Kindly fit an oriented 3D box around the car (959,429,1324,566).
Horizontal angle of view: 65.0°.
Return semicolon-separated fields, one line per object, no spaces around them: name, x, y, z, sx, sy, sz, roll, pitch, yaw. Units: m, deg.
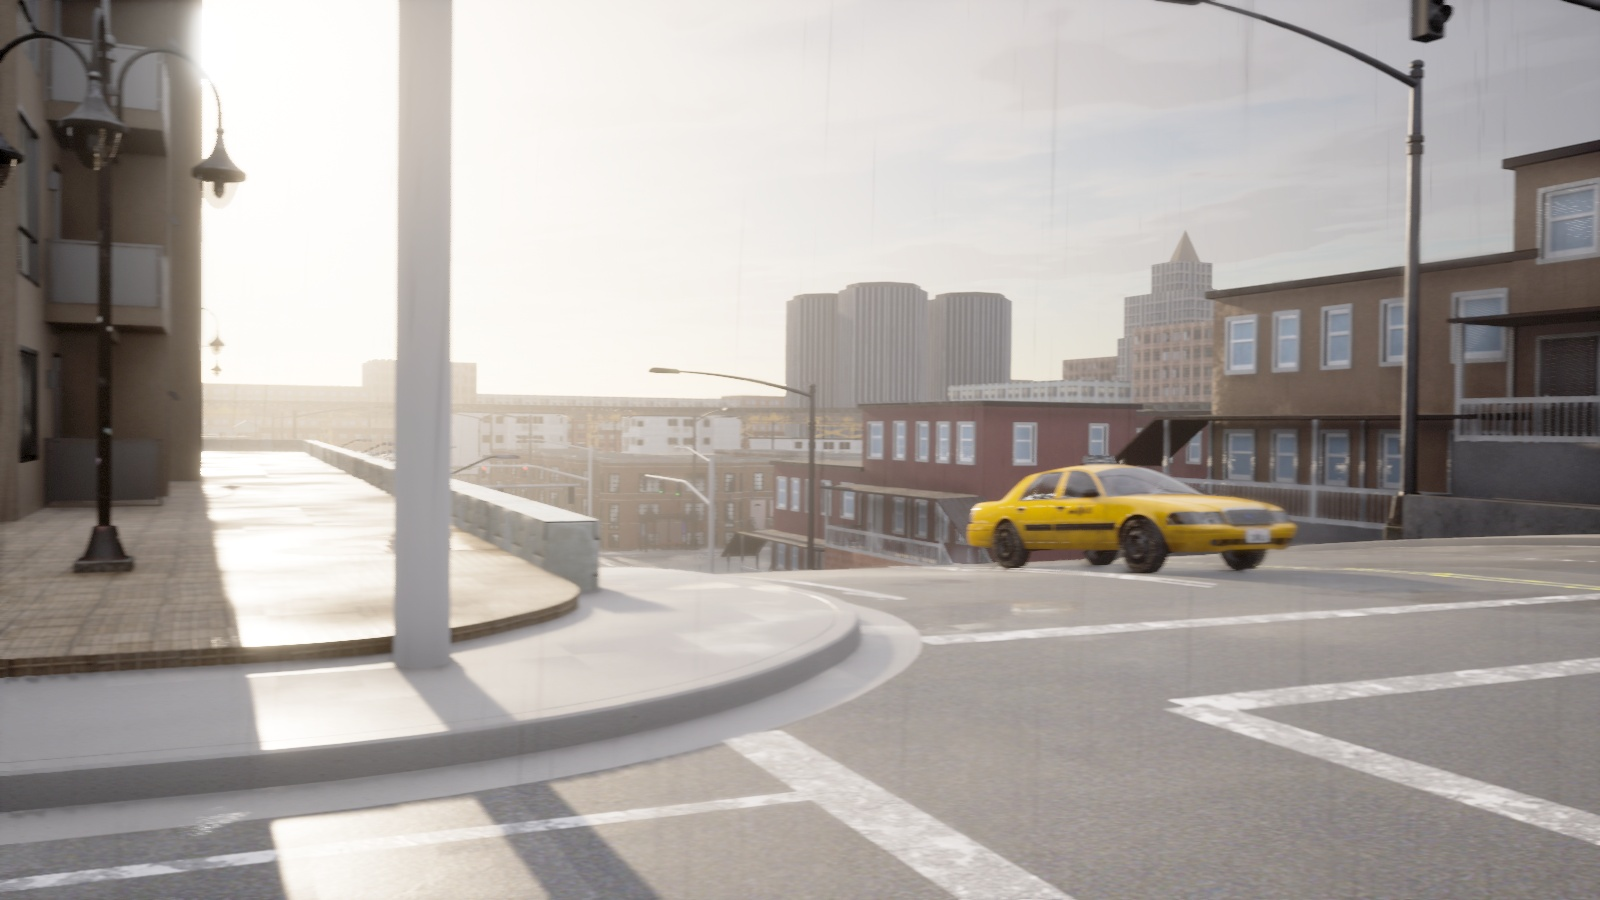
car;4.385;0.739;17.274;1.801;1.575;5.366;-1;-4;-24
